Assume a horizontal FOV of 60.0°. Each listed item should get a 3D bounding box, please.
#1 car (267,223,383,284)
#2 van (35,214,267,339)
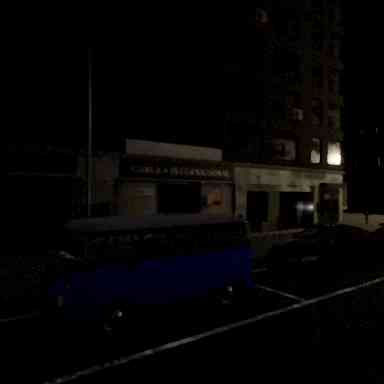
[{"bbox_3d":[3.969,1.589,9.587,4.206,1.307,1.802,0,1,-35],"label":"car"},{"bbox_3d":[-0.648,1.344,6.292,3.998,1.788,1.690,0,1,-35],"label":"van"}]
